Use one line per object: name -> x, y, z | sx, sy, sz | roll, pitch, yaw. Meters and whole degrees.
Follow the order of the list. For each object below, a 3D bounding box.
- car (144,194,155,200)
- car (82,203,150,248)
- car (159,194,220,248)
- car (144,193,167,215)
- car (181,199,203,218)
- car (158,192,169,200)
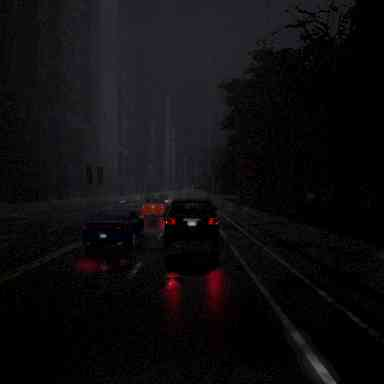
car -> -9.749, 1.162, 76.596 | 2.033, 1.411, 5.357 | 0, 0, 0
car -> -3.250, 1.455, 14.649 | 1.882, 1.535, 5.008 | 0, 0, 0
car -> 0.000, 1.227, 14.677 | 2.150, 2.045, 5.566 | 0, 0, 0
car -> -3.250, 1.271, 29.616 | 2.097, 1.767, 4.553 | 0, 0, 0
car -> 0.000, 1.438, 29.648 | 1.812, 1.442, 4.674 | 0, 0, 0
car -> -6.499, 0.977, 76.625 | 2.097, 1.767, 4.553 | 0, 0, 0
